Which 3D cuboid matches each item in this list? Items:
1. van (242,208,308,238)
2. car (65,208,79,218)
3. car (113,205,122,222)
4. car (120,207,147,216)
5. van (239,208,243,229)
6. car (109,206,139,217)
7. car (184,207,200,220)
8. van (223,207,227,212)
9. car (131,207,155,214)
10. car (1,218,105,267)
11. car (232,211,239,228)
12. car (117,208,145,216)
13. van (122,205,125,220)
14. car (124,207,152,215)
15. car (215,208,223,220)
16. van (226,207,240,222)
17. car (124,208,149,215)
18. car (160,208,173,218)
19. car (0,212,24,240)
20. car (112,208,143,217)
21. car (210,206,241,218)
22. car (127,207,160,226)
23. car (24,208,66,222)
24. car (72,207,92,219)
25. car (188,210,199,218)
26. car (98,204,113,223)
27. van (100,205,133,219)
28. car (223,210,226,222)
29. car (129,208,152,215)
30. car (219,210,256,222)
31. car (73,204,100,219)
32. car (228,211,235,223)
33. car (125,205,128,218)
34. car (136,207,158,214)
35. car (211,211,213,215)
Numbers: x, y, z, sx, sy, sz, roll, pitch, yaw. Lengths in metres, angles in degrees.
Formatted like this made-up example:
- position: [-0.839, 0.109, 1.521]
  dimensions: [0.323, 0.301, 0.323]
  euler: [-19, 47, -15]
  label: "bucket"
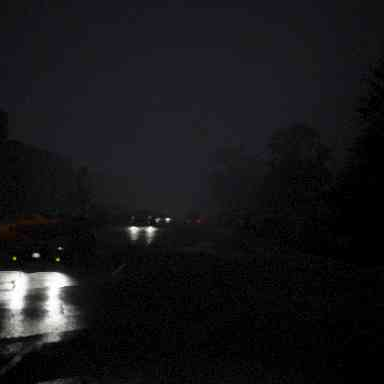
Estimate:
- position: [6.389, 2.361, 24.962]
  dimensions: [4.442, 1.987, 1.878]
  euler: [3, -2, -20]
  label: "van"
- position: [-11.285, 2.207, 25.224]
  dimensions: [4.792, 1.488, 2.163]
  euler: [1, -3, -19]
  label: "car"
- position: [-11.216, 2.622, 39.887]
  dimensions: [4.553, 1.767, 2.185]
  euler: [1, -2, -20]
  label: "car"
- position: [-11.147, 3.728, 63.328]
  dimensions: [4.892, 1.521, 2.231]
  euler: [1, -3, -20]
  label: "car"
- position: [6.621, 2.485, 27.991]
  dimensions: [4.442, 1.987, 1.878]
  euler: [3, -3, -20]
  label: "van"
- position: [-11.207, 3.227, 54.528]
  dimensions: [4.553, 1.767, 2.185]
  euler: [1, -3, -20]
  label: "car"
- position: [0.232, 3.427, 53.011]
  dimensions: [2.097, 1.767, 4.553]
  euler: [1, -2, 0]
  label: "car"
- position: [6.692, 3.064, 42.699]
  dimensions: [4.442, 1.987, 1.878]
  euler: [3, -3, -20]
  label: "van"
- position: [-11.088, 4.228, 75.049]
  dimensions: [4.892, 1.521, 2.231]
  euler: [1, -3, -20]
  label: "car"
- position: [-5.059, 1.938, 12.813]
  dimensions: [1.994, 1.385, 4.181]
  euler: [1, -2, 0]
  label: "car"
- position: [6.523, 2.857, 30.876]
  dimensions: [4.674, 1.452, 2.002]
  euler: [3, -2, -20]
  label: "car"
- position: [-11.123, 3.632, 60.403]
  dimensions: [4.792, 1.488, 2.163]
  euler: [1, -3, -20]
  label: "car"
- position: [-11.339, 2.638, 42.771]
  dimensions: [4.442, 1.987, 1.878]
  euler: [1, -2, -20]
  label: "van"
- position: [-11.281, 3.970, 69.119]
  dimensions: [5.366, 1.575, 1.946]
  euler: [1, -2, -20]
  label: "car"
- position: [6.415, 3.391, 45.526]
  dimensions: [5.366, 1.575, 1.946]
  euler: [3, -2, -20]
  label: "car"
- position: [6.448, 2.817, 36.729]
  dimensions: [4.442, 1.987, 1.878]
  euler: [3, -2, -20]
  label: "van"
- position: [-11.126, 3.892, 66.253]
  dimensions: [4.674, 1.452, 2.002]
  euler: [1, -3, -20]
  label: "car"
- position: [-4.757, 3.595, 56.797]
  dimensions: [1.882, 1.535, 5.008]
  euler: [1, -3, 0]
  label: "car"
- position: [-11.535, 1.838, 16.367]
  dimensions: [5.366, 1.575, 1.946]
  euler: [1, -2, -20]
  label: "car"
- position: [-11.170, 3.478, 57.460]
  dimensions: [4.892, 1.521, 2.231]
  euler: [1, -3, -20]
  label: "car"
- position: [6.670, 4.020, 66.179]
  dimensions: [5.566, 2.045, 2.435]
  euler: [3, -2, -20]
  label: "car"
- position: [-4.948, 2.552, 34.515]
  dimensions: [2.097, 1.767, 4.553]
  euler: [1, -2, 0]
  label: "car"
- position: [-11.506, 2.058, 22.224]
  dimensions: [5.366, 1.575, 1.946]
  euler: [1, -2, -20]
  label: "car"
- position: [-11.296, 2.289, 28.150]
  dimensions: [4.892, 1.521, 2.231]
  euler: [1, -2, -20]
  label: "car"
- position: [0.274, 4.066, 63.066]
  dimensions: [1.994, 1.385, 4.181]
  euler: [1, -2, 0]
  label: "car"
- position: [-11.298, 2.264, 34.010]
  dimensions: [5.566, 2.045, 2.435]
  euler: [1, -2, -20]
  label: "car"
- position: [-11.095, 2.884, 48.721]
  dimensions: [4.442, 1.987, 1.878]
  euler: [1, -3, -20]
  label: "van"
- position: [6.556, 3.204, 39.708]
  dimensions: [4.674, 1.452, 2.002]
  euler: [3, -3, -20]
  label: "car"
- position: [-11.098, 4.142, 72.117]
  dimensions: [4.674, 1.452, 2.002]
  euler: [1, -3, -20]
  label: "car"
- position: [6.595, 3.525, 48.532]
  dimensions: [4.892, 1.521, 2.231]
  euler: [3, -3, -20]
  label: "car"
- position: [-11.321, 2.274, 31.084]
  dimensions: [4.553, 1.767, 2.185]
  euler: [1, -3, -20]
  label: "car"
- position: [6.534, 2.972, 33.819]
  dimensions: [4.674, 1.452, 2.002]
  euler: [3, -2, -20]
  label: "car"
- position: [-11.213, 2.986, 45.736]
  dimensions: [5.008, 1.535, 2.097]
  euler: [1, -2, -20]
  label: "car"
- position: [-11.051, 4.479, 80.907]
  dimensions: [4.892, 1.521, 2.231]
  euler: [1, -2, -20]
  label: "car"
- position: [6.698, 4.178, 63.252]
  dimensions: [4.792, 1.488, 2.163]
  euler: [3, -3, -20]
  label: "car"
